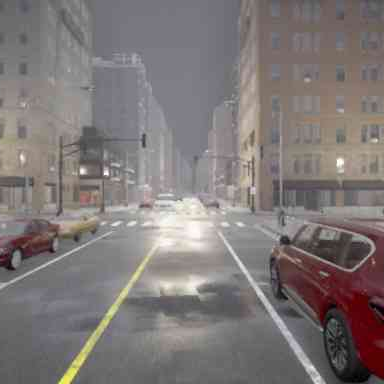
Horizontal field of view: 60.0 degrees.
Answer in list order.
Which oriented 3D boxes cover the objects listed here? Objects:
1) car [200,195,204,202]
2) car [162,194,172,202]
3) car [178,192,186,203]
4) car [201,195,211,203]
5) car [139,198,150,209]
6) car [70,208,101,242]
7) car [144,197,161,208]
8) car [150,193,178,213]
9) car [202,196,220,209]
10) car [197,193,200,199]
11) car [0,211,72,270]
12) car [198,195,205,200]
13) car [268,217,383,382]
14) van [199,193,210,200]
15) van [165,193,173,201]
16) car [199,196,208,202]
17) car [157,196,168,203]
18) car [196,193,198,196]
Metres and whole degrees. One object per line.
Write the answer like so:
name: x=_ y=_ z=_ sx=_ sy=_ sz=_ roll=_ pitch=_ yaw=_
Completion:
car: x=2.695 y=1.534 z=54.969 sx=1.802 sy=1.307 sz=4.206 roll=1 pitch=0 yaw=0
car: x=-5.821 y=1.377 z=77.671 sx=1.967 sy=1.590 sz=4.097 roll=1 pitch=0 yaw=0
car: x=-2.973 y=1.167 z=69.350 sx=2.150 sy=2.045 sz=5.566 roll=0 pitch=0 yaw=0
car: x=2.693 y=1.538 z=49.295 sx=1.802 sy=1.307 sz=4.206 roll=1 pitch=0 yaw=0
car: x=-5.834 y=1.505 z=43.634 sx=1.887 sy=1.381 sz=4.507 roll=1 pitch=0 yaw=0
car: x=-5.844 y=1.510 z=16.444 sx=1.752 sy=1.417 sz=4.829 roll=1 pitch=0 yaw=0
car: x=-5.832 y=1.501 z=49.307 sx=1.887 sy=1.381 sz=4.507 roll=1 pitch=0 yaw=0
car: x=-2.985 y=1.295 z=36.854 sx=2.150 sy=2.045 sz=5.566 roll=0 pitch=2 yaw=0
car: x=2.692 y=1.543 z=43.622 sx=1.802 sy=1.307 sz=4.206 roll=1 pitch=0 yaw=0
car: x=2.702 y=1.259 z=66.315 sx=2.192 sy=1.841 sz=5.009 roll=1 pitch=0 yaw=0
car: x=-5.846 y=1.534 z=10.990 sx=1.887 sy=1.381 sz=4.507 roll=1 pitch=0 yaw=0
car: x=2.710 y=1.454 z=94.852 sx=1.752 sy=1.417 sz=4.829 roll=1 pitch=0 yaw=0
car: x=2.680 y=1.310 z=5.353 sx=2.192 sy=1.841 sz=5.009 roll=1 pitch=0 yaw=0
van: x=2.700 y=1.289 z=60.642 sx=1.690 sy=1.788 sz=3.998 roll=1 pitch=0 yaw=0
van: x=-5.818 y=1.276 z=83.344 sx=1.690 sy=1.788 sz=3.998 roll=1 pitch=0 yaw=0
car: x=2.704 y=1.519 z=77.662 sx=1.802 sy=1.307 sz=4.206 roll=1 pitch=0 yaw=0
car: x=-5.826 y=1.526 z=66.326 sx=1.802 sy=1.307 sz=4.206 roll=1 pitch=0 yaw=0
car: x=2.708 y=1.498 z=89.009 sx=1.947 sy=1.339 sz=4.313 roll=1 pitch=0 yaw=0
